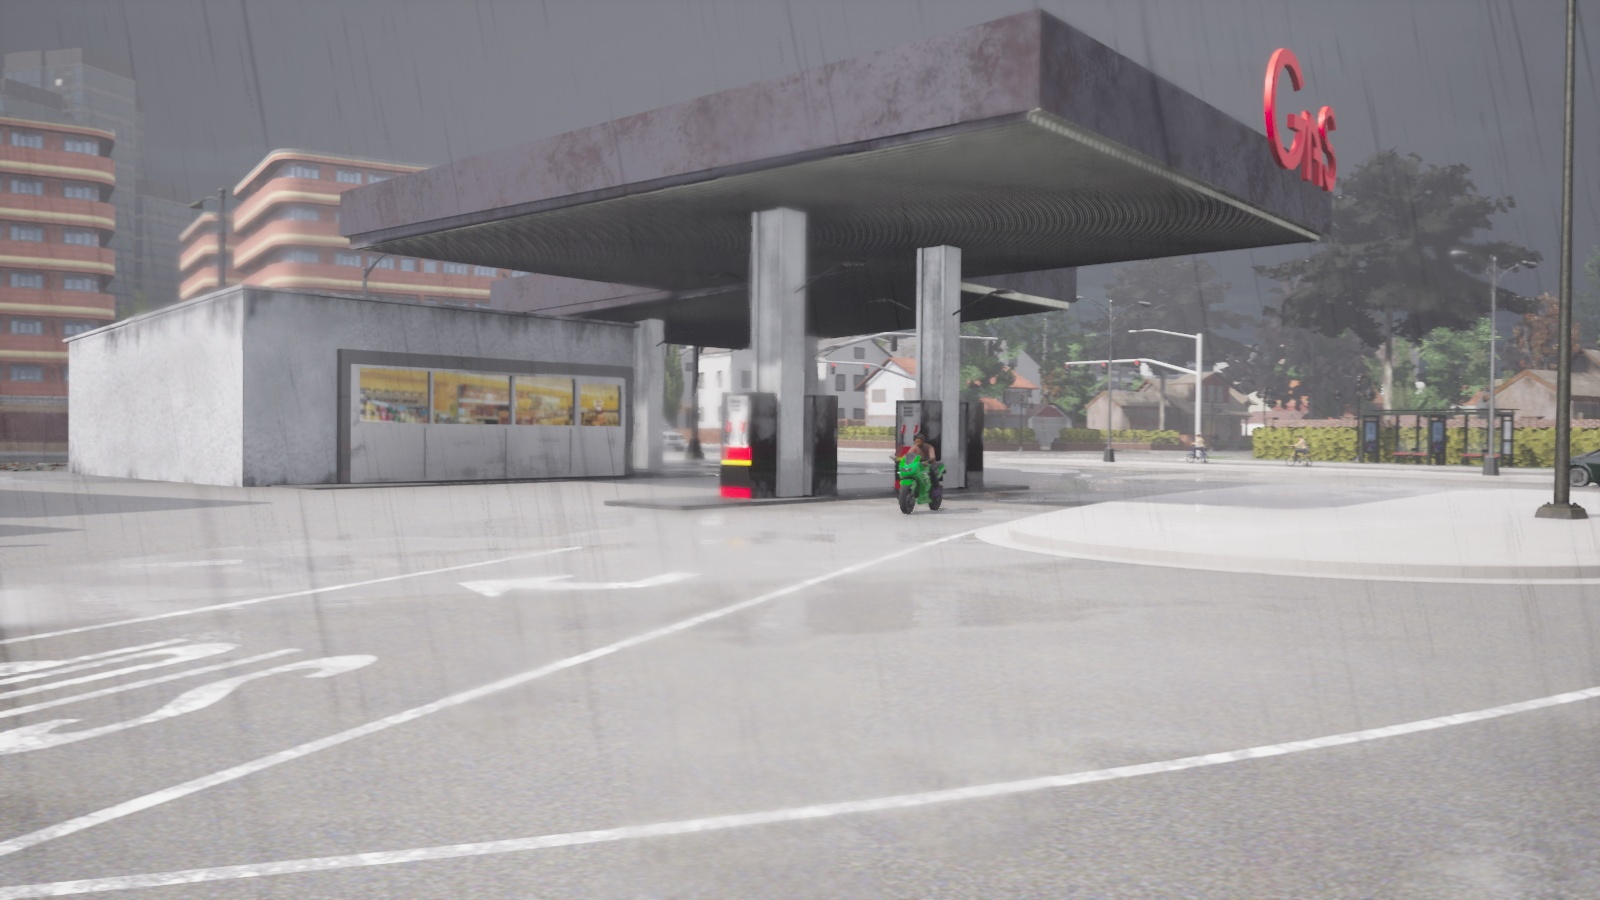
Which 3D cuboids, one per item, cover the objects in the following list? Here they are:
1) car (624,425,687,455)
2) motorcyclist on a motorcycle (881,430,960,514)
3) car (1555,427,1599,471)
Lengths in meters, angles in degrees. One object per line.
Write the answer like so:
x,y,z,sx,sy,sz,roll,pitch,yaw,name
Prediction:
-10.387,-0.715,89.934,2.150,2.045,5.566,-1,1,-33,car
2.322,0.394,24.027,0.797,1.523,2.044,0,1,27,motorcyclist on a motorcycle
26.551,-0.032,39.682,1.994,1.385,4.181,-1,1,-33,car
